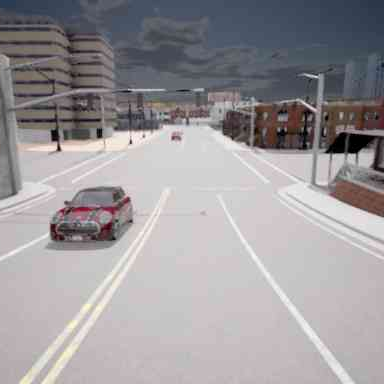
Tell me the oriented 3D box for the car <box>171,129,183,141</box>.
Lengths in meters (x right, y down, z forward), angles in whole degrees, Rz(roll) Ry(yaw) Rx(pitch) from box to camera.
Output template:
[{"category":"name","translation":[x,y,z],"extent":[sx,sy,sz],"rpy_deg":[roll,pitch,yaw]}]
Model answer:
[{"category":"car","translation":[-3.518,-12.625,74.597],"extent":[2.150,2.045,5.566],"rpy_deg":[0,13,0]}]

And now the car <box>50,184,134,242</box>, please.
[{"category":"car","translation":[-3.567,0.623,12.551],"extent":[2.097,1.767,4.553],"rpy_deg":[0,6,0]}]
